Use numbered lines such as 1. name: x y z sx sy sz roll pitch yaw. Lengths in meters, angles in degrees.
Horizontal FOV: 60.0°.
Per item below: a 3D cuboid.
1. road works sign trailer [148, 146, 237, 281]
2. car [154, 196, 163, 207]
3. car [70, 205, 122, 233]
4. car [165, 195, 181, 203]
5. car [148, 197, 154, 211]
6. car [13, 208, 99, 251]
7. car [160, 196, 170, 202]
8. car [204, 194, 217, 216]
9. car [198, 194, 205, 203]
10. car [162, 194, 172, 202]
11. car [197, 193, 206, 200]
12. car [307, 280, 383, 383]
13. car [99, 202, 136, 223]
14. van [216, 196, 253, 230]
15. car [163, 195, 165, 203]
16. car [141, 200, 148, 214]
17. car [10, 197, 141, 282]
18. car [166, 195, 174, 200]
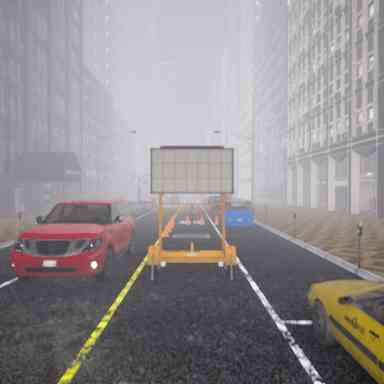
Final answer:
1. road works sign trailer: 0.004 0.453 9.754 2.380 3.560 2.880 0 0 0
2. car: -5.774 1.495 48.792 2.008 1.369 4.403 -1 0 0
3. car: -5.730 1.543 20.374 1.947 1.339 4.313 -1 0 0
4. car: -3.094 1.283 58.113 2.097 1.767 4.553 0 0 0
5. car: -5.756 1.539 37.425 1.802 1.307 4.206 -1 0 0
6. car: -5.721 1.534 14.690 2.008 1.369 4.403 -1 0 0
7. car: -5.810 1.499 71.526 1.802 1.307 4.206 -1 0 0
8. car: 2.631 1.279 31.754 2.192 1.841 5.009 -1 0 0
9. car: 2.589 1.482 60.172 2.008 1.369 4.403 -1 0 0
10. car: -5.820 1.351 77.210 1.967 1.590 4.097 -1 0 0
11. car: 2.542 1.212 88.591 2.192 1.841 5.009 -1 0 0
12. car: 2.677 1.521 3.506 1.752 1.417 4.829 -1 0 0
13. car: -5.739 1.515 26.057 1.887 1.381 4.507 -1 0 0
14. van: 2.649 1.318 20.387 1.690 1.788 3.998 -1 0 0
15. car: -5.792 1.482 60.159 2.008 1.369 4.403 -1 0 0
16. car: -5.748 1.515 31.741 2.008 1.369 4.403 -1 0 0
17. car: -3.118 1.210 10.043 2.150 2.045 5.566 0 0 0
18. car: -5.836 1.422 88.408 1.752 1.417 4.829 -1 0 0
